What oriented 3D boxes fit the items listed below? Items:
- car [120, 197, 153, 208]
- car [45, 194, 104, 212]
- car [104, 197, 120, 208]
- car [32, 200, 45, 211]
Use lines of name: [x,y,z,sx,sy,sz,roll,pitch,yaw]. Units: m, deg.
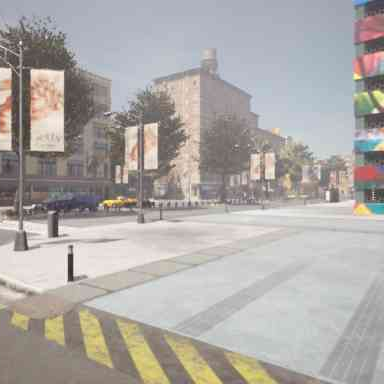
car: [-7.317,1.590,46.322,1.895,1.301,4.718,0,0,36]
car: [-13.248,1.210,37.983,2.150,2.045,5.566,0,0,35]
car: [-10.552,1.465,47.812,1.882,1.535,5.008,0,0,36]
car: [-16.472,1.479,39.473,2.128,1.511,4.902,0,0,36]
